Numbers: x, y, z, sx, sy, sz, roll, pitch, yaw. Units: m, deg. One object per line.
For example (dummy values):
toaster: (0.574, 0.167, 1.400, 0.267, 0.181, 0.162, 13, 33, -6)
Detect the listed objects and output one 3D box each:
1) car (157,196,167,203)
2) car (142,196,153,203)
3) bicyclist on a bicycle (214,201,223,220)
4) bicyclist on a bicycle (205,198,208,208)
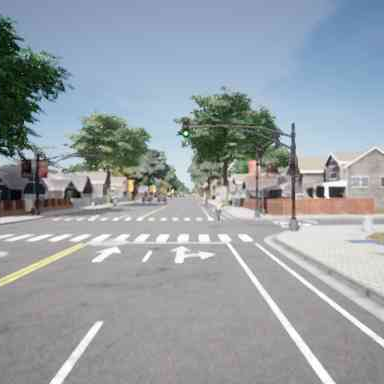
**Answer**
car: (-6.408, 1.542, 71.883, 2.128, 1.511, 4.902, 0, 0, 0)
car: (-9.657, 1.542, 71.887, 2.128, 1.511, 4.902, 0, 0, 0)
bicyclist on a bicycle: (2.265, 1.602, 28.245, 0.866, 1.612, 1.509, 0, 0, 0)
bicyclist on a bicycle: (2.317, 1.757, 52.784, 0.582, 1.620, 1.656, 0, -1, 0)
